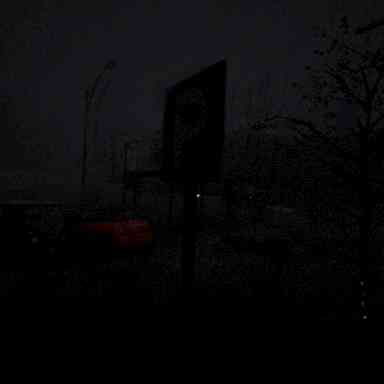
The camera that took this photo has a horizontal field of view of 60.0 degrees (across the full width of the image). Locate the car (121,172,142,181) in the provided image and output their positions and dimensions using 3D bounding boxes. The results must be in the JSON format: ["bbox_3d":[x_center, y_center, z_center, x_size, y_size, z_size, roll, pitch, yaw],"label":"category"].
[{"bbox_3d":[-13.856,-3.550,76.581,2.185,1.767,4.553,6,2,33],"label":"car"}]

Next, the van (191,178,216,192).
[{"bbox_3d":[1.981,-1.161,54.512,1.878,1.987,4.442,8,3,34],"label":"van"}]

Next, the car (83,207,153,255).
[{"bbox_3d":[-3.846,1.418,13.718,4.553,1.767,2.185,-1,-1,35],"label":"car"}]

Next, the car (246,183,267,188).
[{"bbox_3d":[9.043,-0.081,44.832,2.435,2.045,5.566,7,3,34],"label":"car"}]

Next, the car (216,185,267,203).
[{"bbox_3d":[5.114,0.417,35.145,1.895,1.301,4.718,3,4,-36],"label":"car"}]

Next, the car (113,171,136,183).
[{"bbox_3d":[-11.333,-2.281,57.785,1.882,1.535,5.008,3,3,-36],"label":"car"}]

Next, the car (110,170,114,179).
[{"bbox_3d":[-17.403,-4.070,81.365,2.435,2.045,5.566,2,-2,34],"label":"car"}]

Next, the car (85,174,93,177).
[{"bbox_3d":[-26.823,-3.915,86.276,1.895,1.301,4.718,3,-3,-22],"label":"car"}]

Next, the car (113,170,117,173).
[{"bbox_3d":[-15.610,-3.788,79.034,2.185,1.767,4.553,4,0,33],"label":"car"}]

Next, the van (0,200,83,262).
[{"bbox_3d":[-6.235,1.275,11.943,4.442,1.987,1.878,-1,-2,34],"label":"van"}]

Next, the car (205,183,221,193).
[{"bbox_3d":[3.760,-0.658,52.166,2.231,1.521,4.892,7,3,34],"label":"car"}]

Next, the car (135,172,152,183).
[{"bbox_3d":[-10.168,-2.866,71.890,1.946,1.575,5.366,7,3,34],"label":"car"}]

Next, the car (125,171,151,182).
[{"bbox_3d":[-12.038,-3.394,74.133,2.435,2.045,5.566,8,3,33],"label":"car"}]

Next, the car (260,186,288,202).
[{"bbox_3d":[10.754,0.484,42.374,2.002,1.452,4.674,7,3,34],"label":"car"}]

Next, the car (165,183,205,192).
[{"bbox_3d":[-1.029,-0.654,43.577,2.128,1.511,4.902,3,4,-36],"label":"car"}]

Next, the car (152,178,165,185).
[{"bbox_3d":[-4.993,-1.999,64.429,2.002,1.452,4.674,7,3,34],"label":"car"}]
